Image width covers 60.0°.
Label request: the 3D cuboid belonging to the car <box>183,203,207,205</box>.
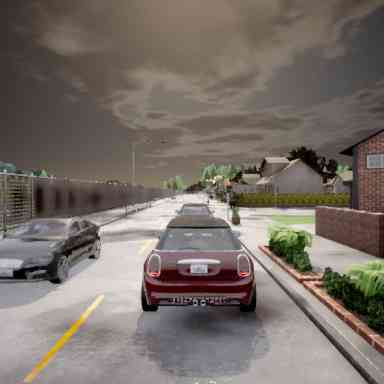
[{"bbox_3d":[0.163,1.352,17.590,2.097,1.767,4.553,0,0,0],"label":"car"}]

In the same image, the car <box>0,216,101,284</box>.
[{"bbox_3d":[-4.058,1.491,9.672,2.128,1.511,4.902,0,0,0],"label":"car"}]

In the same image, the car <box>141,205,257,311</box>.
[{"bbox_3d":[0.125,1.352,7.893,2.097,1.767,4.553,0,0,0],"label":"car"}]
